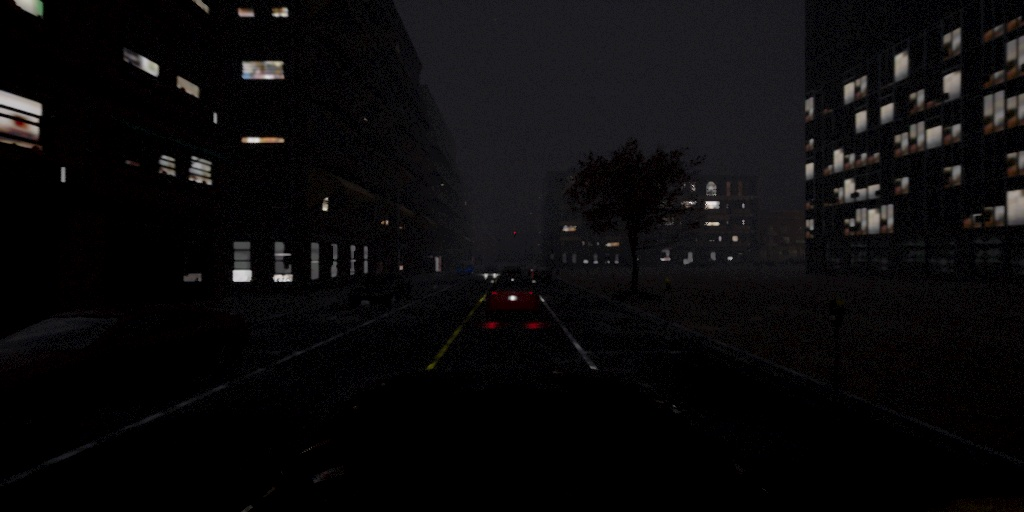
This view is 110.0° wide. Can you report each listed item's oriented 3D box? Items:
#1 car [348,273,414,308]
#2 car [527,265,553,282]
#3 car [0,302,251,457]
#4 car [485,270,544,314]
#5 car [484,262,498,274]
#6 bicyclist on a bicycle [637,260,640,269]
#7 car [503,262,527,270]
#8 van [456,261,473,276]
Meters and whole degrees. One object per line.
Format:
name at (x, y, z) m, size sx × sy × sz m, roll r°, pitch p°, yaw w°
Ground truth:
car at (-5.690, 1.457, 16.092) m, size 1.948 × 1.339 × 4.313 m, roll 0°, pitch 0°, yaw 0°
car at (2.692, 1.603, 32.670) m, size 1.888 × 1.381 × 4.507 m, roll 0°, pitch 0°, yaw 0°
car at (-5.692, 1.365, 5.039) m, size 1.802 × 1.307 × 4.207 m, roll 0°, pitch 0°, yaw 0°
car at (0.046, 1.438, 14.390) m, size 1.994 × 1.385 × 4.181 m, roll 0°, pitch 0°, yaw 1°
car at (-3.014, 1.811, 52.139) m, size 2.033 × 1.411 × 5.357 m, roll 0°, pitch -1°, yaw 0°
bicyclist on a bicycle at (20.251, 1.342, 58.052) m, size 0.582 × 1.620 × 1.656 m, roll -1°, pitch 0°, yaw -1°
car at (0.046, 1.529, 29.241) m, size 1.837 × 1.490 × 4.892 m, roll 0°, pitch 0°, yaw 1°
van at (-5.687, 1.515, 43.723) m, size 1.690 × 1.789 × 3.998 m, roll 0°, pitch 0°, yaw 0°
